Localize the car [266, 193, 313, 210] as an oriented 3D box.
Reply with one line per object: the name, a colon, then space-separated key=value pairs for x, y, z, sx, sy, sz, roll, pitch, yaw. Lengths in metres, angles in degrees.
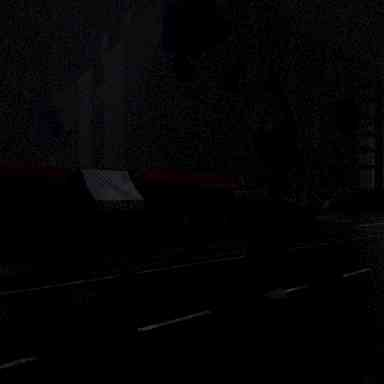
car: x=9.450 y=1.296 z=34.011 sx=2.097 sy=1.767 sz=4.553 roll=0 pitch=0 yaw=-36

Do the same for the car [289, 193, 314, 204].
car: x=19.614 y=1.114 z=59.433 sx=1.905 sy=1.878 sz=3.866 roll=0 pitch=0 yaw=-35

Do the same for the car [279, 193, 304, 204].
car: x=17.219 y=1.114 z=57.726 sx=1.905 sy=1.878 sz=3.866 roll=0 pitch=0 yaw=-35
